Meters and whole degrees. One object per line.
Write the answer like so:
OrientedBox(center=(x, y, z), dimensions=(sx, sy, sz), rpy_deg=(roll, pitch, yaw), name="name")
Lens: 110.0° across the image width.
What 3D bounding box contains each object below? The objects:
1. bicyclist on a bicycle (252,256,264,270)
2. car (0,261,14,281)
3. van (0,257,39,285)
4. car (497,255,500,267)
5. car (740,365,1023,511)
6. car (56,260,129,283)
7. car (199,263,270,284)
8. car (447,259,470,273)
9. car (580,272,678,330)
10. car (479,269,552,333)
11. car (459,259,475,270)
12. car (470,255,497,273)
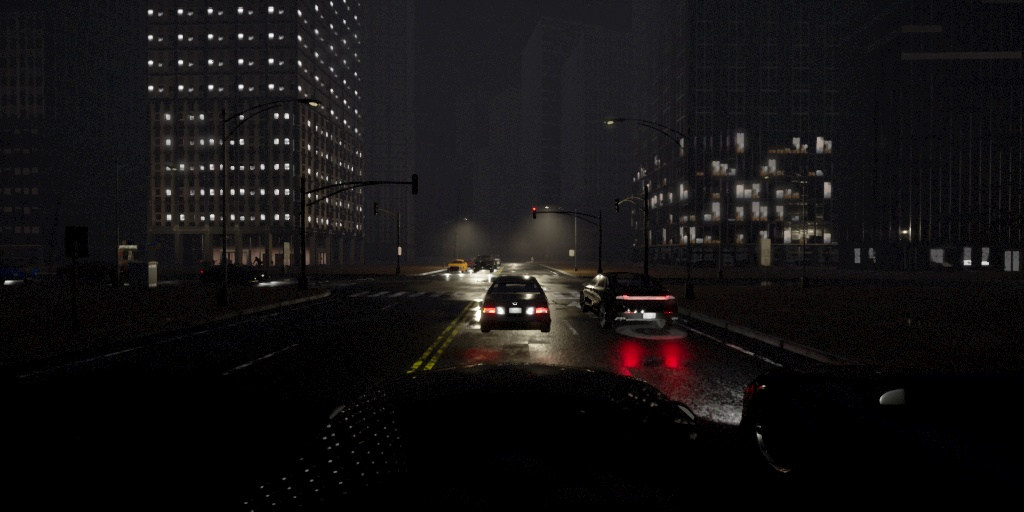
OrientedBox(center=(-24.667, 0.868, 34.762), dimensions=(0.582, 1.620, 1.656), rpy_deg=(0, 1, 1), name="bicyclist on a bicycle")
OrientedBox(center=(-40.295, 1.093, 26.451), dimensions=(4.674, 1.442, 1.812), rpy_deg=(0, 0, 2), name="car")
OrientedBox(center=(-33.910, 0.960, 23.682), dimensions=(3.998, 1.789, 1.690), rpy_deg=(0, 0, 1), name="van")
OrientedBox(center=(-3.289, 1.048, 52.896), dimensions=(2.097, 1.767, 4.553), rpy_deg=(0, 0, 0), name="car")
OrientedBox(center=(3.354, 1.314, 1.988), dimensions=(1.994, 1.385, 4.181), rpy_deg=(0, 0, 0), name="car")
OrientedBox(center=(-30.053, 1.093, 26.166), dimensions=(5.008, 1.535, 1.882), rpy_deg=(0, 0, 2), name="car")
OrientedBox(center=(-19.961, 1.227, 25.903), dimensions=(4.181, 1.385, 1.994), rpy_deg=(0, 0, 1), name="car")
OrientedBox(center=(-6.550, 1.193, 43.265), dimensions=(1.882, 1.535, 5.008), rpy_deg=(0, 0, 0), name="car")
OrientedBox(center=(3.356, 1.238, 11.145), dimensions=(2.128, 1.511, 4.902), rpy_deg=(0, 0, 0), name="car")
OrientedBox(center=(0.109, 1.294, 10.732), dimensions=(2.033, 1.411, 5.357), rpy_deg=(0, 0, 1), name="car")
OrientedBox(center=(-6.538, 1.223, 52.677), dimensions=(1.812, 1.442, 4.674), rpy_deg=(0, 0, 0), name="car")
OrientedBox(center=(-3.302, 0.937, 42.942), dimensions=(2.150, 2.045, 5.566), rpy_deg=(0, 0, 0), name="car")
